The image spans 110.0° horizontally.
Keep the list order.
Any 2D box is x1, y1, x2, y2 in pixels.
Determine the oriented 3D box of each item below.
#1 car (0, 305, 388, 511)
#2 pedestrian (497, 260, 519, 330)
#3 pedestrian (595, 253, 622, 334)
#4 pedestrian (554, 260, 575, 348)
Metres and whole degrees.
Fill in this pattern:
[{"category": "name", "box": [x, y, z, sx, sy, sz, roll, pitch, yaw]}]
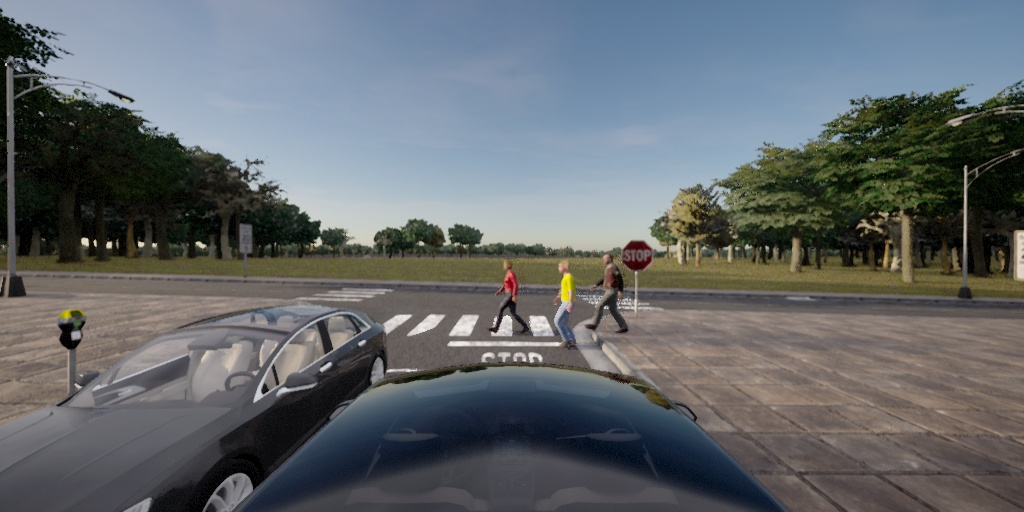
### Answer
[{"category": "car", "box": [-2.638, 1.271, 3.619, 2.007, 1.370, 4.403, 0, 0, 0]}, {"category": "pedestrian", "box": [-0.097, 0.939, 8.546, 0.375, 1.860, 0.375, 1, 0, 0]}, {"category": "pedestrian", "box": [2.130, 0.796, 7.945, 0.375, 1.860, 0.375, 1, 0, 0]}, {"category": "pedestrian", "box": [1.143, 0.957, 7.346, 0.375, 1.860, 0.375, 1, 0, 0]}]
